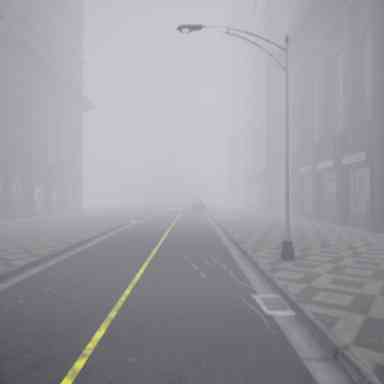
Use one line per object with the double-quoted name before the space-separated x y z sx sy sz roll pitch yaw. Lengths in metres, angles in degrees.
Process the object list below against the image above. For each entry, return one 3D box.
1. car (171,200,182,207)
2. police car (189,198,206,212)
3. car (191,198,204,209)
"car" -3.020 2.308 65.702 1.895 1.301 4.718 0 -1 0
"police car" 0.890 1.908 46.605 1.930 1.638 5.238 0 -1 0
"car" 0.888 1.948 56.466 2.097 1.767 4.553 0 -1 0
